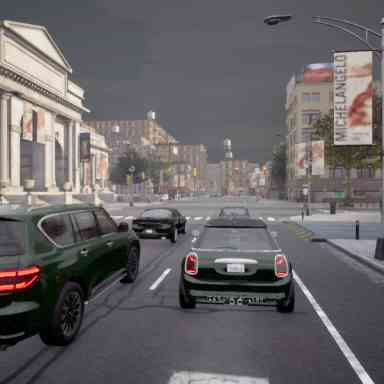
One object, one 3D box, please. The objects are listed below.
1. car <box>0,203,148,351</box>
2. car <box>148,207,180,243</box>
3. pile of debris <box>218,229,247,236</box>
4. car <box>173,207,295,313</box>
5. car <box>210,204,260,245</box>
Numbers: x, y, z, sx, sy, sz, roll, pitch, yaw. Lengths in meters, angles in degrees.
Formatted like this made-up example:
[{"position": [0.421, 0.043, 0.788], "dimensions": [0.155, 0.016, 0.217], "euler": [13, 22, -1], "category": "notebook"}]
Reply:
[{"position": [-2.665, 1.221, 6.563], "dimensions": [2.150, 2.045, 5.566], "euler": [0, 0, 6], "category": "car"}, {"position": [-1.447, 1.478, 16.237], "dimensions": [1.882, 1.535, 5.008], "euler": [0, 0, 8], "category": "car"}, {"position": [2.206, 2.175, 18.015], "dimensions": [1.500, 0.140, 1.860], "euler": [0, 0, 8], "category": "pile of debris"}, {"position": [1.015, 1.352, 7.930], "dimensions": [2.097, 1.767, 4.553], "euler": [0, 0, 7], "category": "car"}, {"position": [2.149, 1.489, 16.779], "dimensions": [2.128, 1.511, 4.902], "euler": [0, 0, 7], "category": "car"}]
